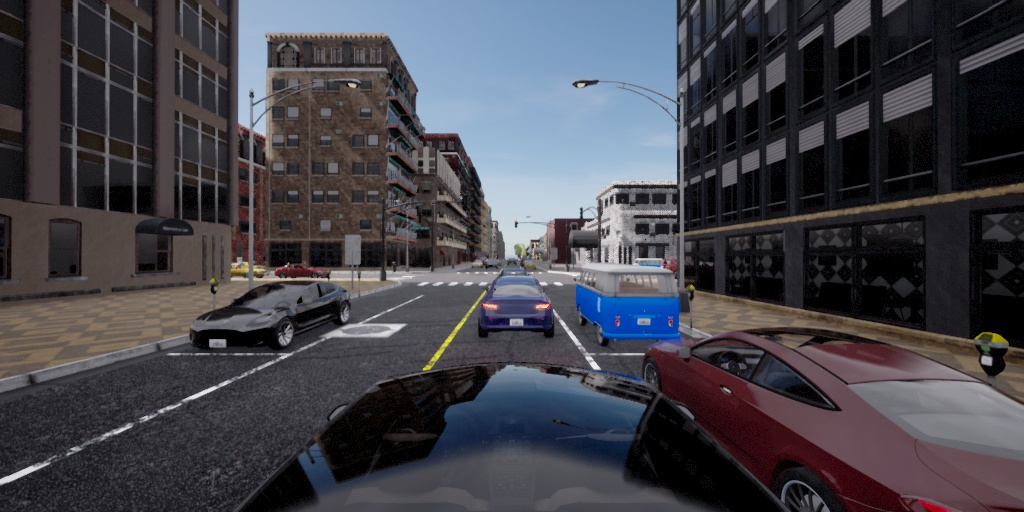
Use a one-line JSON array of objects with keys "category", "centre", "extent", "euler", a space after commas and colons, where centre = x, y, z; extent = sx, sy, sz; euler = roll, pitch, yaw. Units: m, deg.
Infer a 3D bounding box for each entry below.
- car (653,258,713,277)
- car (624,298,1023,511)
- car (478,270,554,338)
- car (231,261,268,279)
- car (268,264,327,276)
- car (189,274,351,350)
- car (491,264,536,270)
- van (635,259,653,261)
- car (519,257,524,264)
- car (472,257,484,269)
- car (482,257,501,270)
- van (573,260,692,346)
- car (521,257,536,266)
[{"category": "car", "centre": [14.927, 1.105, 29.963], "extent": [5.009, 1.841, 2.192], "euler": [0, 0, 0]}, {"category": "car", "centre": [2.658, 1.332, 3.392], "extent": [1.802, 1.307, 4.207], "euler": [0, 0, 0]}, {"category": "car", "centre": [0.103, 1.276, 10.082], "extent": [1.812, 1.442, 4.674], "euler": [0, 0, 0]}, {"category": "car", "centre": [-22.952, 1.214, 29.882], "extent": [4.829, 1.417, 1.751], "euler": [0, 0, 0]}, {"category": "car", "centre": [-17.460, 1.282, 29.894], "extent": [4.207, 1.307, 1.802], "euler": [0, 0, 0]}, {"category": "car", "centre": [-5.688, 1.316, 9.109], "extent": [1.948, 1.339, 4.313], "euler": [0, 0, 0]}, {"category": "car", "centre": [0.097, 1.317, 18.534], "extent": [1.994, 1.385, 4.181], "euler": [0, 0, 0]}, {"category": "van", "centre": [14.906, 1.172, 38.343], "extent": [3.998, 1.789, 1.690], "euler": [0, 0, 0]}, {"category": "car", "centre": [2.707, 1.377, 64.946], "extent": [1.802, 1.307, 4.207], "euler": [0, 0, 0]}, {"category": "car", "centre": [-5.676, 1.314, 59.238], "extent": [1.751, 1.417, 4.829], "euler": [0, 0, 0]}, {"category": "car", "centre": [-3.074, 1.288, 54.536], "extent": [1.837, 1.490, 4.892], "euler": [0, 0, 0]}, {"category": "van", "centre": [2.659, 1.091, 9.082], "extent": [1.690, 1.789, 3.998], "euler": [0, 0, 0]}, {"category": "car", "centre": [2.704, 1.307, 54.038], "extent": [1.751, 1.417, 4.829], "euler": [0, 0, 0]}]
